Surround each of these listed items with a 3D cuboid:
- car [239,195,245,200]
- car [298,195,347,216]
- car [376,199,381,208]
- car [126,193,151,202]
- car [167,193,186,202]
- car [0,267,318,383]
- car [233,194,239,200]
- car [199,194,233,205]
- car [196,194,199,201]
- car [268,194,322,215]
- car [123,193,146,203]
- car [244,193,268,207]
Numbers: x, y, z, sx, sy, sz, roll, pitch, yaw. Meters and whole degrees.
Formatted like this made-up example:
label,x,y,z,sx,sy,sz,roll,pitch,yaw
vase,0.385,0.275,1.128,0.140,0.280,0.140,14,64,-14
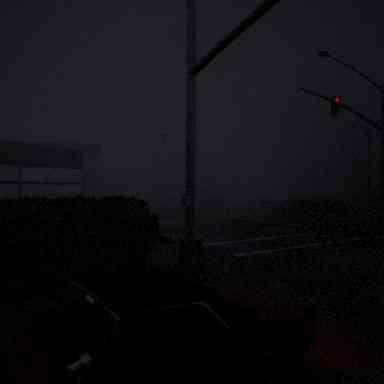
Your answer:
label,x,y,z,sx,sy,sz,roll,pitch,yaw
car,13.408,1.120,72.866,5.027,1.636,2.152,0,0,-35
car,12.046,1.323,29.998,4.514,1.523,2.007,0,0,-35
car,25.558,1.356,43.145,3.806,1.475,1.970,0,0,-35
car,-9.536,1.344,60.535,3.806,1.475,1.970,0,0,-35
car,-2.620,1.075,65.440,4.605,1.855,1.932,0,0,-35
car,-0.892,1.600,3.358,4.718,1.301,1.895,0,0,-36
car,9.454,1.199,77.931,3.806,1.475,1.970,0,0,-35
car,3.959,1.276,54.839,4.514,1.523,2.007,0,0,-35
car,1.581,1.269,76.875,4.514,1.523,2.007,0,0,-35
car,10.200,1.314,32.534,5.027,1.636,2.152,0,0,-35
car,-10.948,1.059,63.606,3.866,1.878,1.905,0,0,-35
car,9.669,1.298,46.638,3.633,1.501,1.845,0,0,-35
